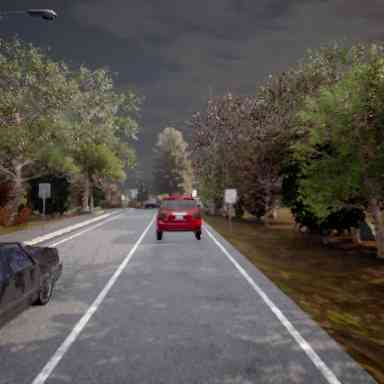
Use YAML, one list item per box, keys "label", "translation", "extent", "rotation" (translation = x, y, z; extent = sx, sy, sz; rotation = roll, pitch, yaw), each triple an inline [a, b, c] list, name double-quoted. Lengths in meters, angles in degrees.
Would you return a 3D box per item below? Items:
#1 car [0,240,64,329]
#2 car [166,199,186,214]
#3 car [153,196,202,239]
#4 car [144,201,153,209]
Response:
- label: "car"
  translation: [-3.756, 1.551, 5.305]
  extent: [2.033, 1.411, 5.357]
  rotation: [0, 0, -2]
- label: "car"
  translation: [-1.812, 1.555, 36.263]
  extent: [2.033, 1.411, 5.357]
  rotation: [0, 0, -4]
- label: "car"
  translation: [-0.712, 1.224, 17.632]
  extent: [2.150, 2.045, 5.566]
  rotation: [0, 0, -3]
- label: "car"
  translation: [-6.338, 2.043, 51.730]
  extent: [1.895, 1.301, 4.718]
  rotation: [0, -3, -3]
